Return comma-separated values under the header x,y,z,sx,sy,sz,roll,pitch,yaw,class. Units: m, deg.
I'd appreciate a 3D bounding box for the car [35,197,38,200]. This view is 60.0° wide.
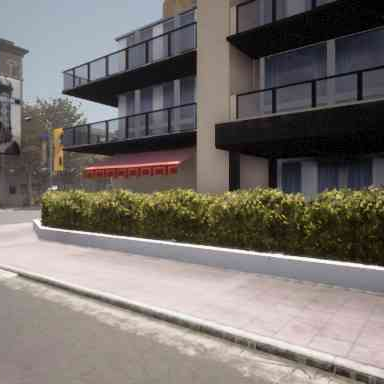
x,y,z,sx,sy,sz,roll,pitch,yaw,class
-34.518,1.481,68.376,4.892,1.521,2.231,0,0,37,car
